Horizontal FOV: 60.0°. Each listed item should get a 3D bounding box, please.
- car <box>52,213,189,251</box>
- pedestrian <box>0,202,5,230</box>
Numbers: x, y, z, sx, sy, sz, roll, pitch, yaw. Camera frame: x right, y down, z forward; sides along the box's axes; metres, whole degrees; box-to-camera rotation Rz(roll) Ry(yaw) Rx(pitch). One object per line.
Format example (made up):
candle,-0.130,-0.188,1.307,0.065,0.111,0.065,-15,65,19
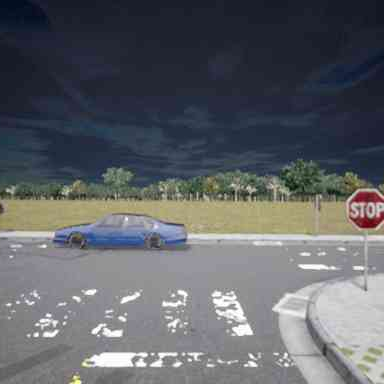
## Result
car,-2.808,1.598,13.767,5.357,1.411,2.033,1,-1,0
pedestrian,-9.725,1.136,16.626,0.375,1.860,0.375,0,-1,0
